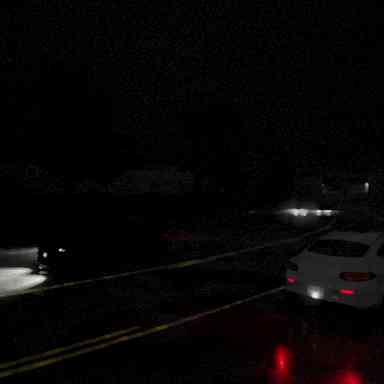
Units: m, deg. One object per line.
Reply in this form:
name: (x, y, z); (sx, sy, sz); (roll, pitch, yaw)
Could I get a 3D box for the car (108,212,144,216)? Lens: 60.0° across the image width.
car: (-3.240, 1.659, 15.329); (1.812, 1.442, 4.674); (-1, -1, 45)

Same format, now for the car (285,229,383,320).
car: (3.848, 1.548, 7.388); (4.674, 1.442, 1.812); (0, 0, -43)

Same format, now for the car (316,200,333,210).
car: (18.814, 1.870, 47.074); (1.994, 1.385, 4.181); (-1, -1, 25)

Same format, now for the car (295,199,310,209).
car: (17.316, 1.880, 52.194); (2.128, 1.511, 4.902); (-1, -1, 25)

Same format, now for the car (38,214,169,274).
car: (-2.800, 1.656, 11.047); (4.181, 1.385, 1.994); (0, -1, -42)
